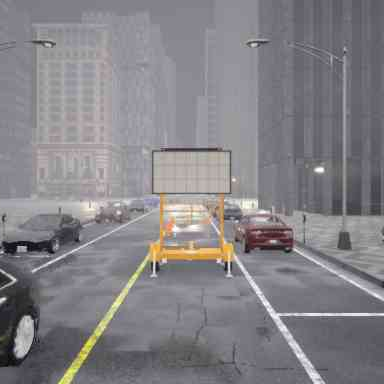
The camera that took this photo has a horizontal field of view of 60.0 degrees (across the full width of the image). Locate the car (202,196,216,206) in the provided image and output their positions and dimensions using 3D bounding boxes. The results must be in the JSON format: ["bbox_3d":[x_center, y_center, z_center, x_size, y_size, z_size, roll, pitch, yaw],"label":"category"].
[{"bbox_3d":[2.704,1.414,52.974,1.967,1.590,4.097,0,0,0],"label":"car"}]

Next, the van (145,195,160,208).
[{"bbox_3d":[-5.815,1.320,47.322,1.690,1.788,3.998,0,0,0],"label":"van"}]

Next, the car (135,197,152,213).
[{"bbox_3d":[-5.803,1.554,36.041,1.947,1.339,4.313,0,0,0],"label":"car"}]

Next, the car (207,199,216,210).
[{"bbox_3d":[2.729,1.558,30.410,1.947,1.339,4.313,0,0,0],"label":"car"}]

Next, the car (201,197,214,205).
[{"bbox_3d":[2.699,1.518,58.615,2.008,1.369,4.403,0,0,0],"label":"car"}]

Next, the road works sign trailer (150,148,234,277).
[{"bbox_3d":[-0.010,0.463,10.221,2.380,3.560,2.880,0,0,0],"label":"road works sign trailer"}]

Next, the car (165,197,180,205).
[{"bbox_3d":[-3.062,1.515,58.262,2.033,1.411,5.357,0,0,0],"label":"car"}]

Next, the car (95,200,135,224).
[{"bbox_3d":[-5.791,1.435,24.758,1.967,1.590,4.097,0,0,0],"label":"car"}]

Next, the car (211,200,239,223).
[{"bbox_3d":[2.735,1.546,24.770,2.008,1.369,4.403,0,0,0],"label":"car"}]

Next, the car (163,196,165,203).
[{"bbox_3d":[-5.833,1.512,64.245,2.008,1.369,4.403,0,0,0],"label":"car"}]

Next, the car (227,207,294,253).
[{"bbox_3d":[2.747,1.543,13.488,1.887,1.381,4.507,0,0,0],"label":"car"}]

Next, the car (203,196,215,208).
[{"bbox_3d":[2.716,1.509,41.862,1.752,1.417,4.829,0,0,0],"label":"car"}]

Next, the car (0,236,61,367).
[{"bbox_3d":[-3.101,1.504,2.978,1.837,1.490,4.892,0,0,0],"label":"car"}]

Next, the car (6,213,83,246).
[{"bbox_3d":[-5.779,1.564,13.476,1.947,1.339,4.313,0,0,0],"label":"car"}]
